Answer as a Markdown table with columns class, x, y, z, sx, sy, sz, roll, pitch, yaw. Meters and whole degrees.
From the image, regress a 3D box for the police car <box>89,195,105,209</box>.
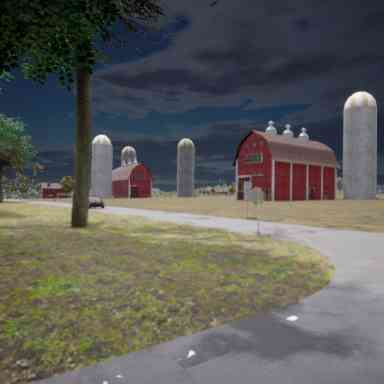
| class | x | y | z | sx | sy | sz | roll | pitch | yaw |
| --- | --- | --- | --- | --- | --- | --- | --- | --- | --- |
| police car | -12.542 | 1.226 | 41.825 | 1.930 | 1.638 | 5.238 | 1 | -1 | -35 |
